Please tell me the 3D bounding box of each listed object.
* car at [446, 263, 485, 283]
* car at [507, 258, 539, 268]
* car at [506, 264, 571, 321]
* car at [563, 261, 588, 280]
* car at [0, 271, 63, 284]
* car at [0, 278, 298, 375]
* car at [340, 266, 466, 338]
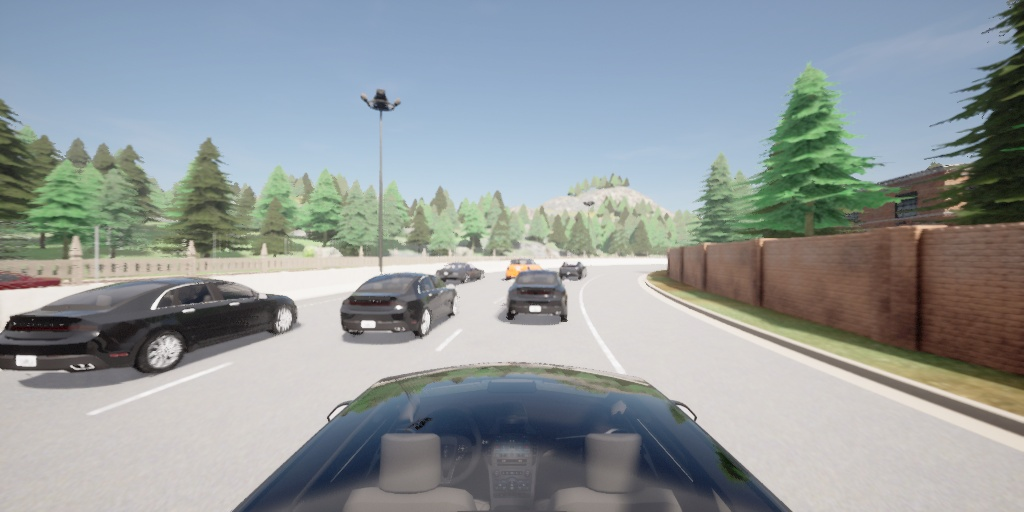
[{"bbox_3d":[-3.596,1.164,25.502,2.033,1.411,5.357,0,0,15],"label":"car"},{"bbox_3d":[1.069,0.976,28.697,2.097,1.767,4.553,0,0,17],"label":"car"},{"bbox_3d":[0.942,1.208,12.342,1.837,1.490,4.892,0,0,7],"label":"car"},{"bbox_3d":[5.137,1.131,29.873,2.128,1.511,4.902,0,0,19],"label":"car"},{"bbox_3d":[-17.074,1.134,10.675,1.882,1.535,5.008,0,0,5],"label":"car"},{"bbox_3d":[-6.562,1.194,7.364,1.837,1.490,4.892,0,0,3],"label":"car"},{"bbox_3d":[-2.829,1.200,10.051,1.837,1.490,4.892,0,0,6],"label":"car"}]
